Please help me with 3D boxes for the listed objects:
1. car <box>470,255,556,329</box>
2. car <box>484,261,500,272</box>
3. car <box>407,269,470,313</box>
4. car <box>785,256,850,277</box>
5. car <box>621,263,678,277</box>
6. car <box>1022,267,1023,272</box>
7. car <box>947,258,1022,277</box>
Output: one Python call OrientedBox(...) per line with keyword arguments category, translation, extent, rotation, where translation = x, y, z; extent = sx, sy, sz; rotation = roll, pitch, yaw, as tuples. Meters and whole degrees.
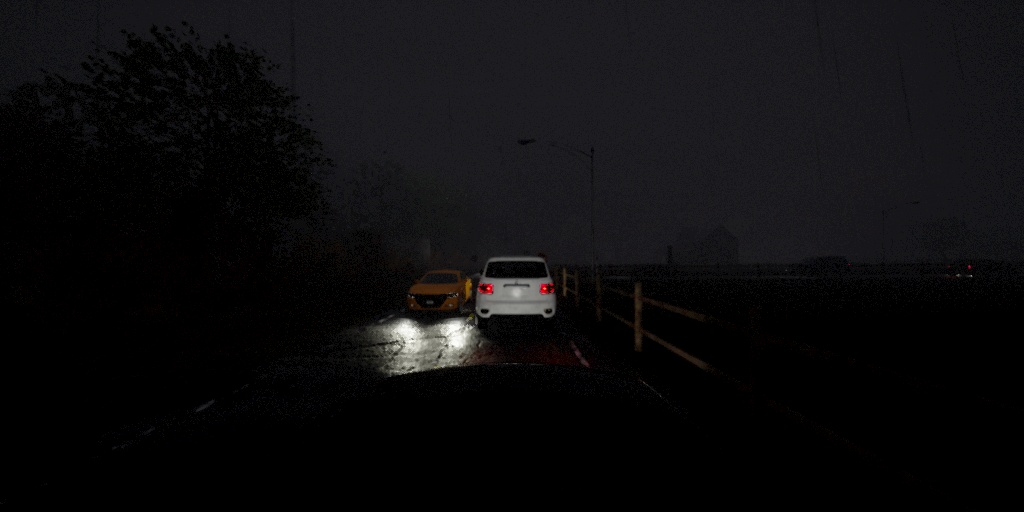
OrientedBox(category="car", translation=(0.105, 1.021, 11.605), extent=(2.150, 2.045, 5.566), rotation=(0, -1, 0))
OrientedBox(category="car", translation=(-2.829, 1.481, 51.576), extent=(2.128, 1.511, 4.902), rotation=(0, 0, 0))
OrientedBox(category="car", translation=(-2.748, 1.296, 14.510), extent=(1.882, 1.535, 5.008), rotation=(0, 0, 0))
OrientedBox(category="car", translation=(31.318, 1.023, 36.766), extent=(5.566, 2.045, 2.150), rotation=(0, -1, -1))
OrientedBox(category="car", translation=(13.940, 1.422, 36.469), extent=(5.357, 1.411, 2.033), rotation=(0, -1, -1))
OrientedBox(category="car", translation=(49.226, 1.334, 36.967), extent=(5.357, 1.411, 2.033), rotation=(0, -1, -1))
OrientedBox(category="car", translation=(44.537, 1.057, 34.092), extent=(4.553, 1.767, 2.097), rotation=(0, -1, 0))
